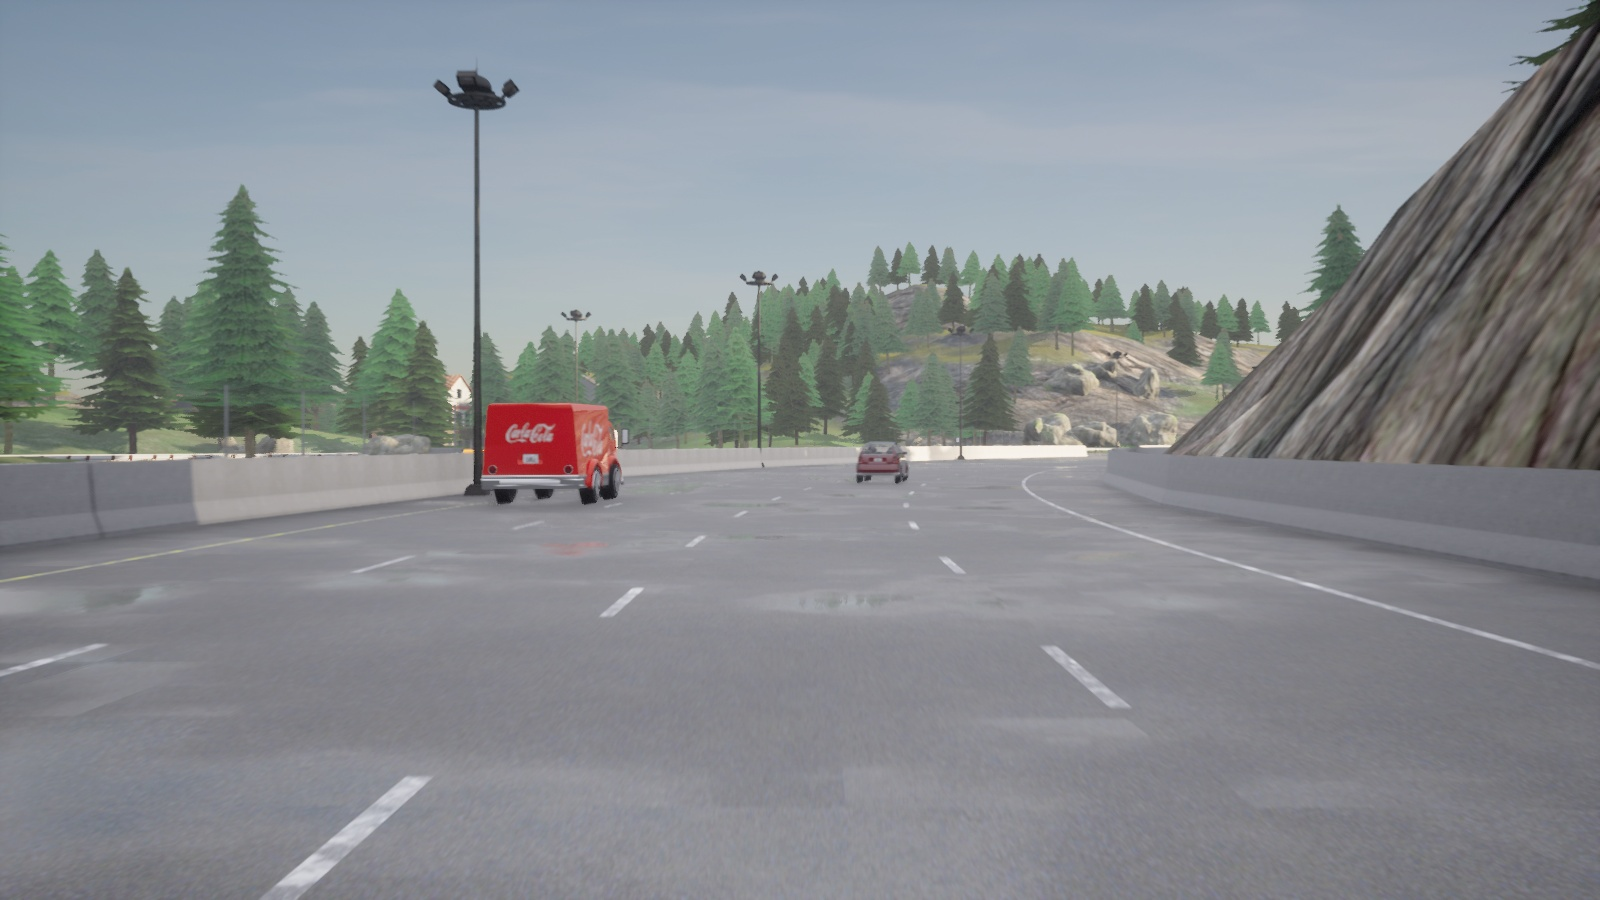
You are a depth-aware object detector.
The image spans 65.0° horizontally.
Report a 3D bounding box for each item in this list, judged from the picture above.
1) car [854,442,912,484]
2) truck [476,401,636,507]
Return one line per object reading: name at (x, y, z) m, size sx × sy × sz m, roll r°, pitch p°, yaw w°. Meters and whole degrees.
car at (3.200, 0.462, 47.685) m, size 1.789 × 1.549 × 3.705 m, roll 0°, pitch 0°, yaw 10°
truck at (-6.050, 0.077, 31.987) m, size 2.627 × 2.467 × 5.204 m, roll 0°, pitch 0°, yaw 6°
